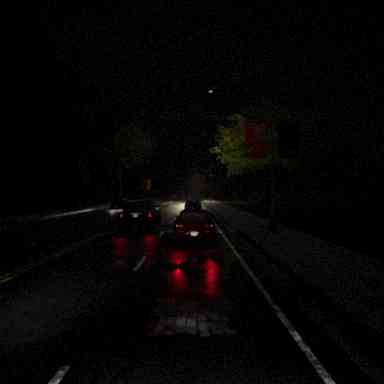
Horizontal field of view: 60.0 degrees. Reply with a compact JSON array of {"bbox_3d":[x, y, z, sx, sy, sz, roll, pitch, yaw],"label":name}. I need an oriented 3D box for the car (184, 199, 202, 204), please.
[{"bbox_3d":[0.095,1.504,37.736,2.128,1.511,4.902,0,0,0],"label":"car"}]

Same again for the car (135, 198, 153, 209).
[{"bbox_3d":[-6.592,1.544,46.254,1.812,1.442,4.674,0,0,0],"label":"car"}]

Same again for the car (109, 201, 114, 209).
[{"bbox_3d":[-9.847,1.565,45.704,2.033,1.411,5.357,0,0,0],"label":"car"}]

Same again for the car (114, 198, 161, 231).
[{"bbox_3d":[-3.153,1.354,20.675,2.097,1.767,4.553,0,0,0],"label":"car"}]

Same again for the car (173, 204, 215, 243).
[{"bbox_3d":[0.101,1.526,15.855,1.812,1.442,4.674,0,0,0],"label":"car"}]
